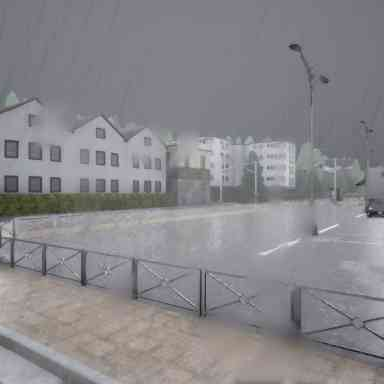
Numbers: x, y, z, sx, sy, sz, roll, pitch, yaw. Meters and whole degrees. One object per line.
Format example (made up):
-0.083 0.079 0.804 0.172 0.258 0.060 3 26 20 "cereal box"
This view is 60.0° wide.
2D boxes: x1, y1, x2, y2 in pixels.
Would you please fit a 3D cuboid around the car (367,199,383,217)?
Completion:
15.412 1.298 26.820 2.007 1.523 4.514 0 0 35 "car"
